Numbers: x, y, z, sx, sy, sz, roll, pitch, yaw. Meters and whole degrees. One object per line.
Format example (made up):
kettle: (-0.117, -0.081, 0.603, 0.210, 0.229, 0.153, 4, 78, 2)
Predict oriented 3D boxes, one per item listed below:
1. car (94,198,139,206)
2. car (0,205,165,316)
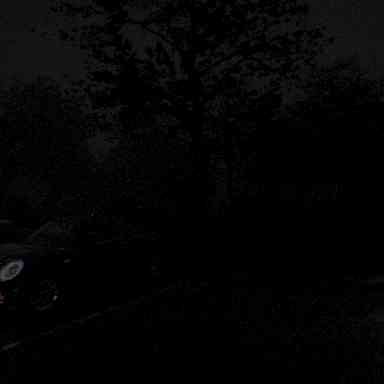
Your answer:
car: (-6.650, 1.599, 27.435, 2.150, 2.045, 5.566, -3, -1, 35)
car: (-2.702, 1.362, 7.772, 2.185, 1.767, 4.553, 0, 0, 35)
